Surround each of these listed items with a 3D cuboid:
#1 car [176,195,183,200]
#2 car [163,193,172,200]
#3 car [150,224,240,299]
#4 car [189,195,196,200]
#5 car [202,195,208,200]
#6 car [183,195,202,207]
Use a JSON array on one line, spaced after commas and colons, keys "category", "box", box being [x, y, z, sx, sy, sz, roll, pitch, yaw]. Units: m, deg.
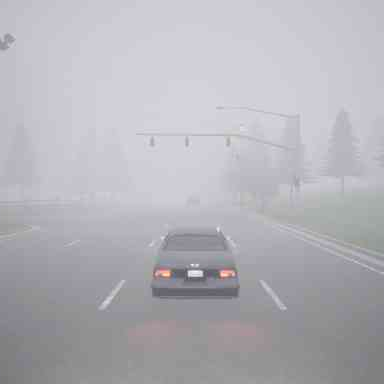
[{"category": "car", "box": [-3.356, 1.524, 94.154, 1.812, 1.442, 4.674, 0, 0, 0]}, {"category": "car", "box": [-6.856, 1.225, 94.189, 2.150, 2.045, 5.566, 0, 0, 0]}, {"category": "car", "box": [0.079, 1.547, 8.633, 2.033, 1.411, 5.357, 0, 0, 1]}, {"category": "car", "box": [0.144, 1.540, 94.148, 2.033, 1.411, 5.357, 0, 0, 0]}, {"category": "car", "box": [3.644, 1.500, 94.143, 1.837, 1.490, 4.892, 0, 0, 0]}, {"category": "car", "box": [0.078, 1.352, 52.672, 2.097, 1.767, 4.553, 0, 0, 0]}]
